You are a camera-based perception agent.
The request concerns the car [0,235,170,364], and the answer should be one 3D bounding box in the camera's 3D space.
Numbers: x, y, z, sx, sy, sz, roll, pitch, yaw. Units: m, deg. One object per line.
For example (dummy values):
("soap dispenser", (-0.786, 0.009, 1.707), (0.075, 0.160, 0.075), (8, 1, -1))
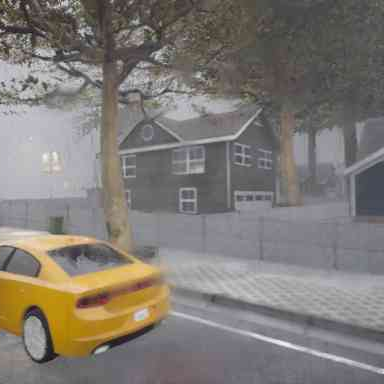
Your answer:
("car", (-2.675, 1.527, 6.016), (5.008, 1.535, 1.882), (0, -1, 37))
